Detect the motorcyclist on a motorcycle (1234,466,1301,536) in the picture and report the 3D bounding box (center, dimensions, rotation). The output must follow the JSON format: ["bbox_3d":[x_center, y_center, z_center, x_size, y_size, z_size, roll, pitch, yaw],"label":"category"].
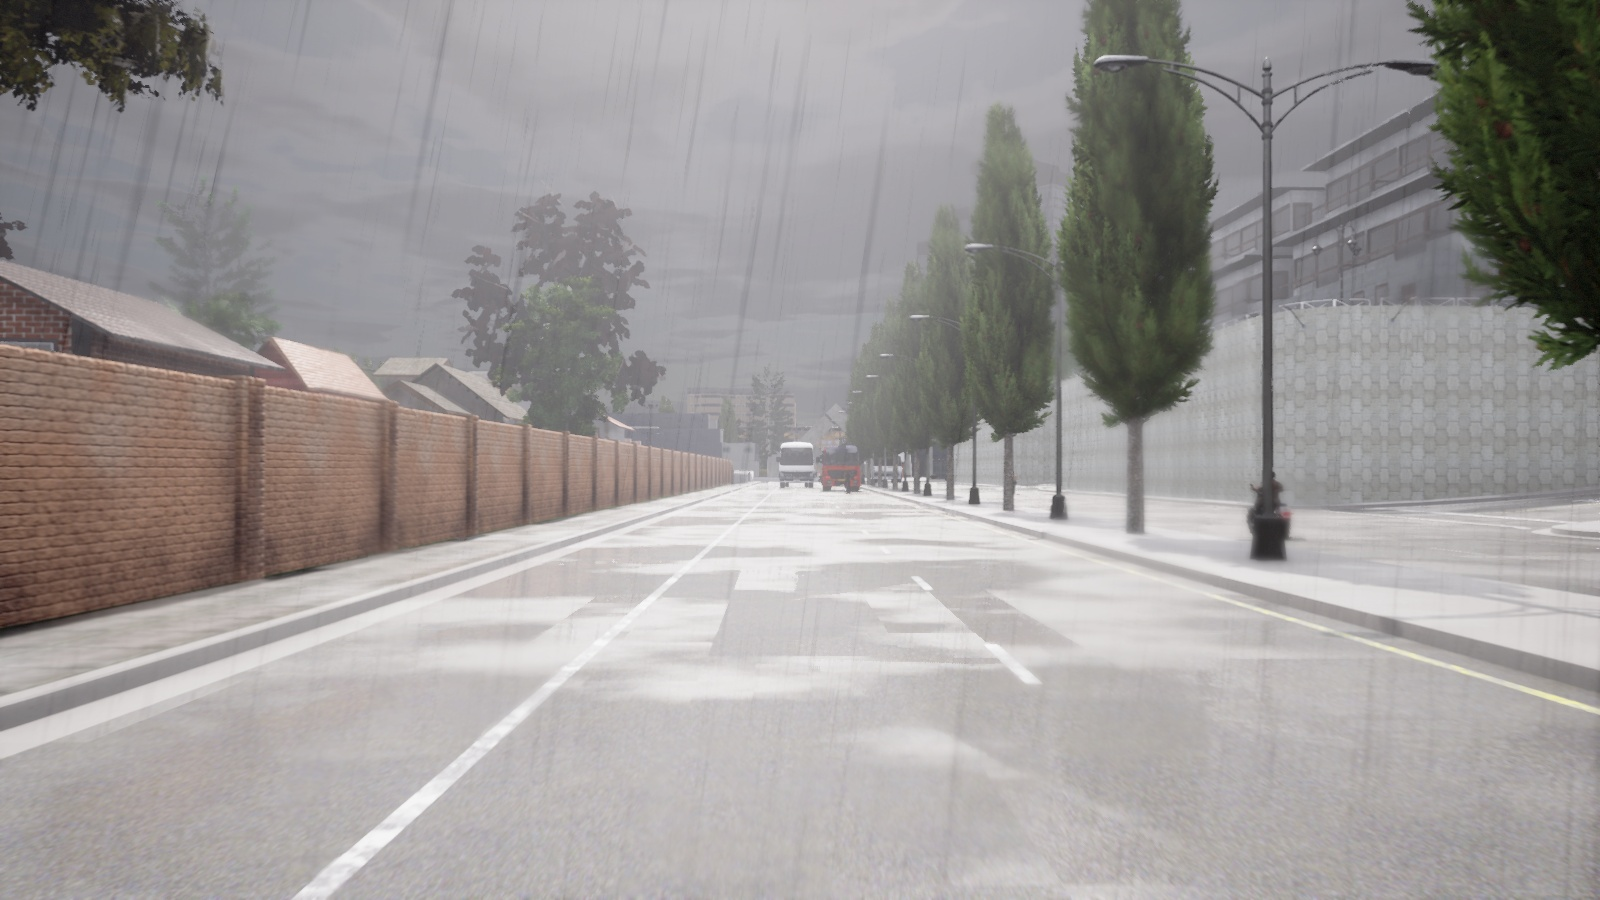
[{"bbox_3d":[11.425,1.235,30.777,0.766,1.649,2.350,0,-1,0],"label":"motorcyclist on a motorcycle"}]
